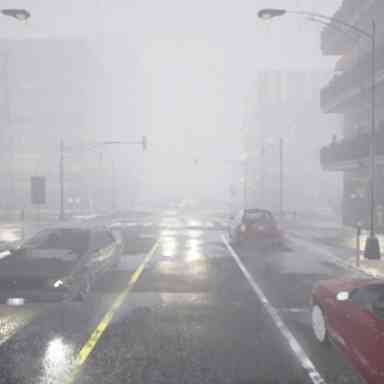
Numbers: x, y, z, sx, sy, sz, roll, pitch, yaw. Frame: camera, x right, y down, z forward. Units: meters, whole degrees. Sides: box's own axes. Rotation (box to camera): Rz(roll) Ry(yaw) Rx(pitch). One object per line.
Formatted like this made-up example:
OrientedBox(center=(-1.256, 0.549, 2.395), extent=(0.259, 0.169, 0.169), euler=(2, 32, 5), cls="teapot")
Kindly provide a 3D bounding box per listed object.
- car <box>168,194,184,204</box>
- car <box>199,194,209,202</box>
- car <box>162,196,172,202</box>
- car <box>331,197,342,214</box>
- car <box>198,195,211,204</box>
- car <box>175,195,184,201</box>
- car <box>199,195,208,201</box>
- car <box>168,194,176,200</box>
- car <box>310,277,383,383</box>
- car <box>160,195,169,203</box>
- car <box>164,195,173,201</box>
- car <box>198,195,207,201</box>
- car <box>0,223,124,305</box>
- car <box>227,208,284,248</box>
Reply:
OrientedBox(center=(-2.991, 1.436, 64.093), extent=(1.882, 1.535, 5.008), euler=(0, 0, 0), cls="car")
OrientedBox(center=(2.702, 1.393, 75.455), extent=(1.967, 1.590, 4.097), euler=(-1, 0, 0), cls="car")
OrientedBox(center=(-5.643, 1.519, 75.494), extent=(1.947, 1.339, 4.313), euler=(-1, 0, 0), cls="car")
OrientedBox(center=(15.294, 1.188, 30.334), extent=(4.553, 1.767, 2.097), euler=(-1, 1, 0), cls="car")
OrientedBox(center=(2.698, 1.397, 64.113), extent=(1.967, 1.590, 4.097), euler=(-1, 0, 0), cls="car")
OrientedBox(center=(-2.974, 1.353, 79.596), extent=(1.994, 1.385, 4.181), euler=(0, 0, 0), cls="car")
OrientedBox(center=(2.705, 1.516, 81.126), extent=(1.947, 1.339, 4.313), euler=(-1, 0, 0), cls="car")
OrientedBox(center=(-5.639, 1.387, 92.507), extent=(1.967, 1.590, 4.097), euler=(-1, 0, 0), cls="car")
OrientedBox(center=(2.680, 1.541, 3.458), extent=(1.887, 1.381, 4.507), euler=(-1, 0, 0), cls="car")
OrientedBox(center=(-5.645, 1.481, 69.654), extent=(1.752, 1.417, 4.829), euler=(-1, 0, 0), cls="car")
OrientedBox(center=(-5.641, 1.477, 80.995), extent=(1.752, 1.417, 4.829), euler=(-1, 0, 0), cls="car")
OrientedBox(center=(2.708, 1.499, 86.797), extent=(2.008, 1.369, 4.403), euler=(-1, 0, 0), cls="car")
OrientedBox(center=(-3.084, 1.540, 8.503), extent=(2.033, 1.411, 5.357), euler=(0, 0, 0), cls="car")
OrientedBox(center=(2.682, 1.427, 14.827), extent=(1.967, 1.590, 4.097), euler=(-1, 0, 0), cls="car")
